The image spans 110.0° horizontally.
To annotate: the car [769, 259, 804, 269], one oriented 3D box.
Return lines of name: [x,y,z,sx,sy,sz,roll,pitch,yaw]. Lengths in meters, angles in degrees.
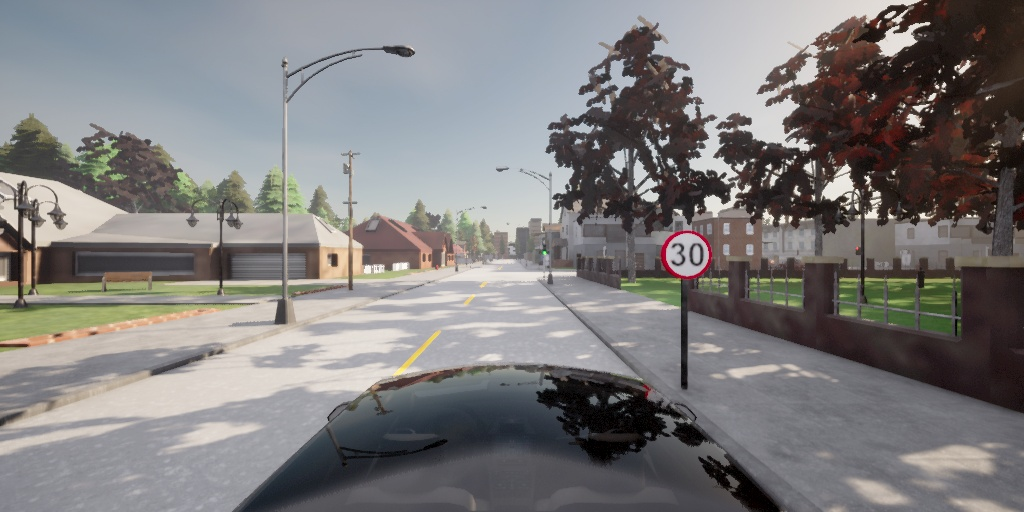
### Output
car: [32.867,1.112,42.969,4.553,1.767,2.097,0,0,0]
